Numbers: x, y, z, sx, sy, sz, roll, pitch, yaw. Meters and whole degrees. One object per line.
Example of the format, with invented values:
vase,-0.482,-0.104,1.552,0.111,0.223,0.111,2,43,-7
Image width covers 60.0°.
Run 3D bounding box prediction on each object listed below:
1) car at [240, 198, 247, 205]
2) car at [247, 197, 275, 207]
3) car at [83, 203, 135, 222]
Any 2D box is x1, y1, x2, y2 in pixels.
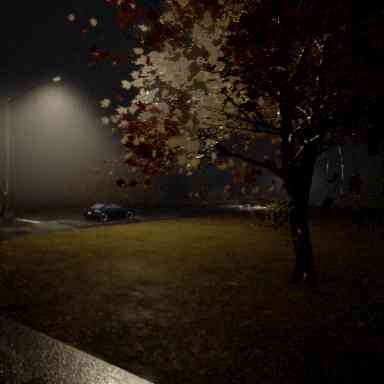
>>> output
car,10.095,1.608,57.951,1.895,1.301,4.718,1,0,32
car,10.936,1.537,52.691,1.882,1.535,5.008,1,1,33
car,-6.595,1.558,26.800,1.994,1.385,4.181,1,1,35
